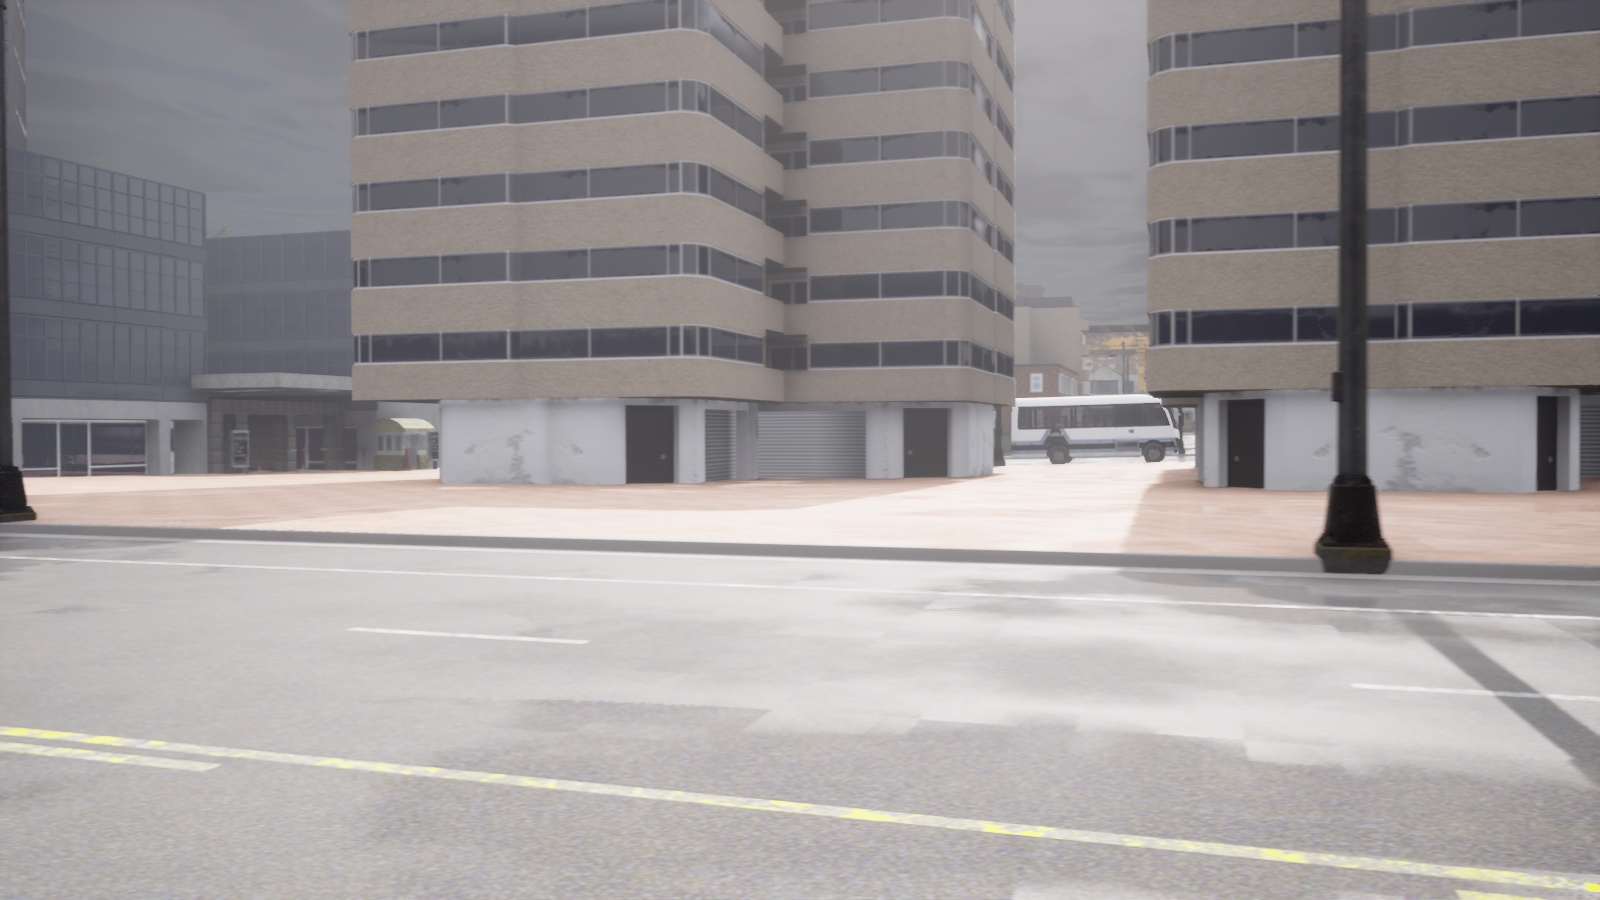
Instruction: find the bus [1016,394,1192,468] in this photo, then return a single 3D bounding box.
[{"bbox_3d":[18.790,-1.105,77.548,10.273,4.253,3.944,-1,1,17],"label":"bus"}]
